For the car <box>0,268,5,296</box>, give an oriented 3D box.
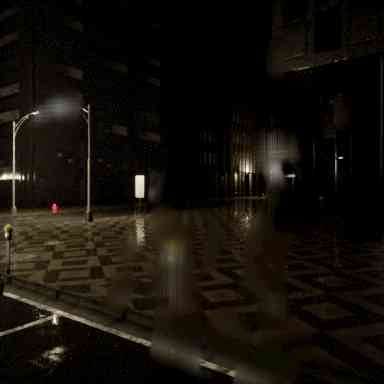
[{"bbox_3d":[-5.817,1.527,7.039,4.829,1.417,1.752,0,0,35],"label":"car"}]
